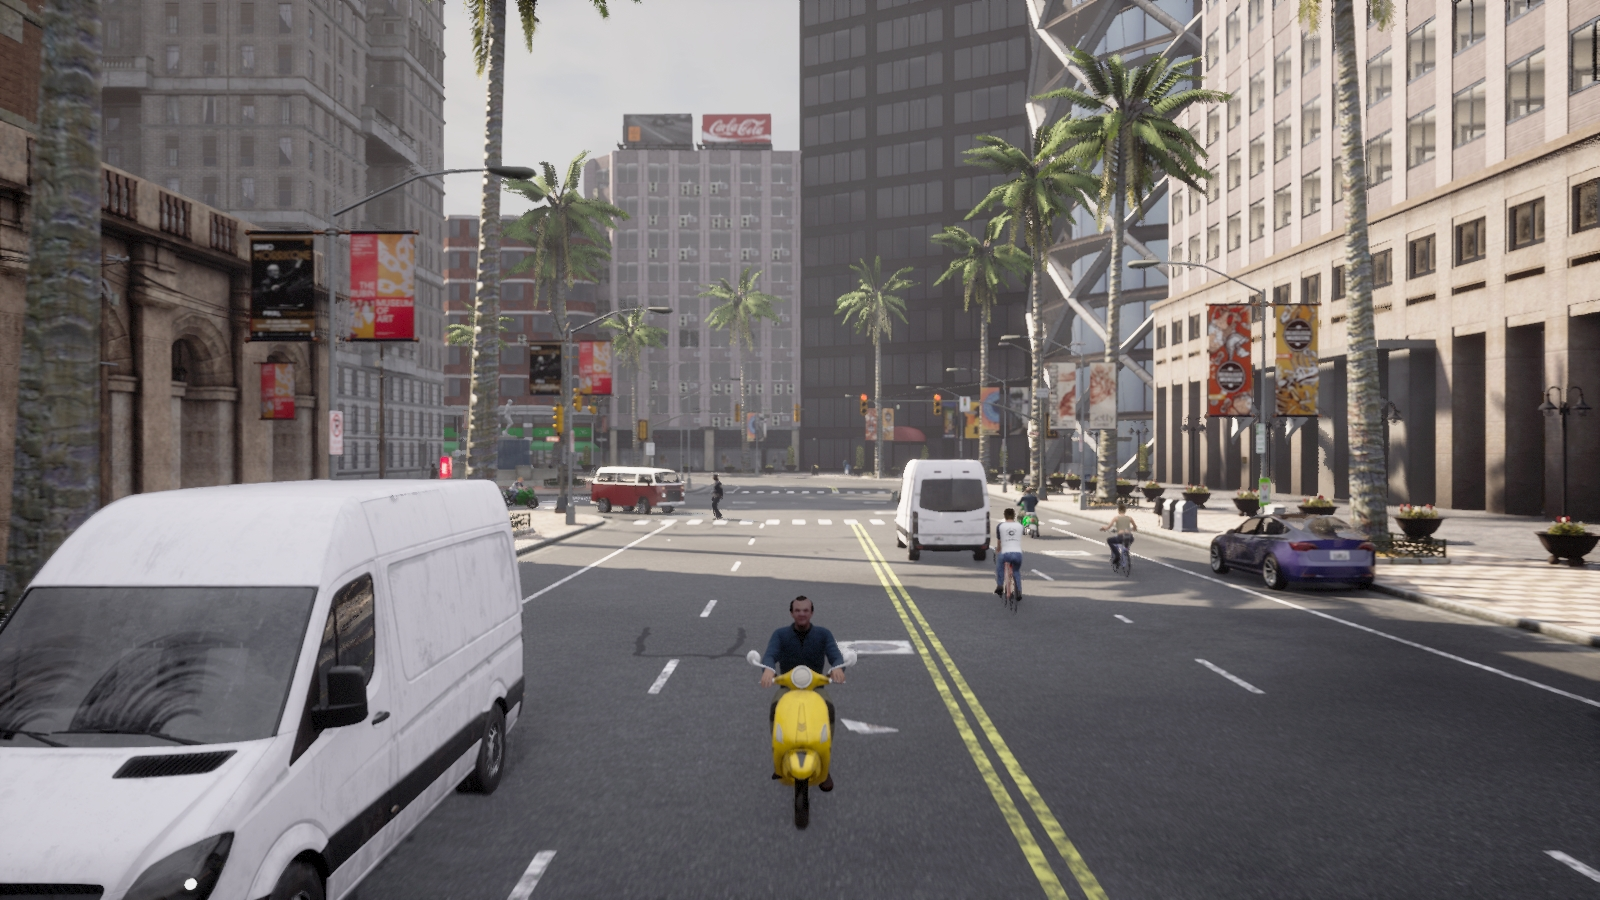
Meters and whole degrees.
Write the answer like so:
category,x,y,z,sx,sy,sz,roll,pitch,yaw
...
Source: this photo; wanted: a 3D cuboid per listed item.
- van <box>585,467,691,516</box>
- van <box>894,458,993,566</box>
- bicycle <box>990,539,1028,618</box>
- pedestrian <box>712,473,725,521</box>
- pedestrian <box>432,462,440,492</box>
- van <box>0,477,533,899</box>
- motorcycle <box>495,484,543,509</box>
category,x,y,z,sx,sy,sz,roll,pitch,yaw
van,-7.187,1.782,50.474,4.480,2.038,2.069,0,0,36
van,3.734,1.535,30.797,1.988,2.561,5.915,0,0,1
bicycle,3.621,2.206,19.853,0.373,1.196,1.643,0,0,1
pedestrian,-3.214,1.848,45.190,0.375,1.860,0.375,0,0,-30
pedestrian,-22.605,1.696,70.954,0.375,1.860,0.375,0,0,7
van,-3.490,1.534,7.679,1.988,2.561,5.915,0,0,0
motorcycle,-13.299,2.213,54.086,2.033,1.145,0.803,0,0,14
